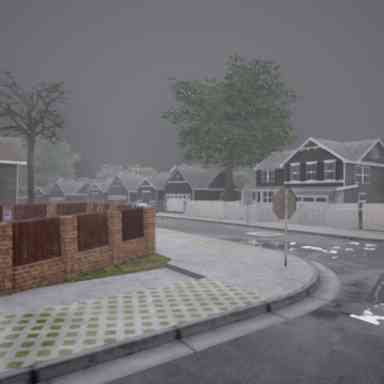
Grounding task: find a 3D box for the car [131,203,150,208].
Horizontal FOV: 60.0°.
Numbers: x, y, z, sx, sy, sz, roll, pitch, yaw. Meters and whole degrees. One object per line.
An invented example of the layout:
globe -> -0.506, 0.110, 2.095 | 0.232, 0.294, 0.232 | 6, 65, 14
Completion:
car -> -5.517, 1.877, 34.048 | 1.812, 1.442, 4.674 | 1, -1, -36
